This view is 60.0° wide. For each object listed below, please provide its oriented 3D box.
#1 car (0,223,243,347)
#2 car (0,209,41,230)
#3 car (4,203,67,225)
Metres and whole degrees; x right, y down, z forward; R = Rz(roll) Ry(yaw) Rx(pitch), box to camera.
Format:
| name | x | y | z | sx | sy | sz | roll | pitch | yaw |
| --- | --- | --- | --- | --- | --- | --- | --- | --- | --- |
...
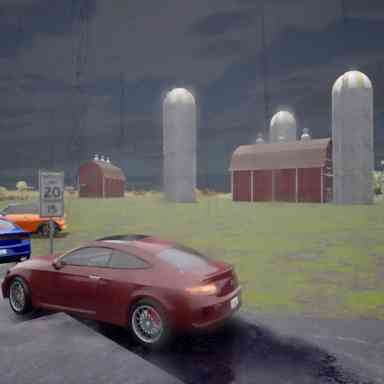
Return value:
| name | x | y | z | sx | sy | sz | roll | pitch | yaw |
| --- | --- | --- | --- | --- | --- | --- | --- | --- | --- |
| car | -1.398 | 1.529 | 6.173 | 4.674 | 1.442 | 1.812 | 0 | 0 | 27 |
| car | -6.957 | 1.481 | 10.741 | 5.008 | 1.535 | 1.882 | 0 | 0 | 43 |
| car | -8.852 | 1.364 | 16.997 | 4.553 | 1.767 | 2.097 | 0 | 0 | -13 |
